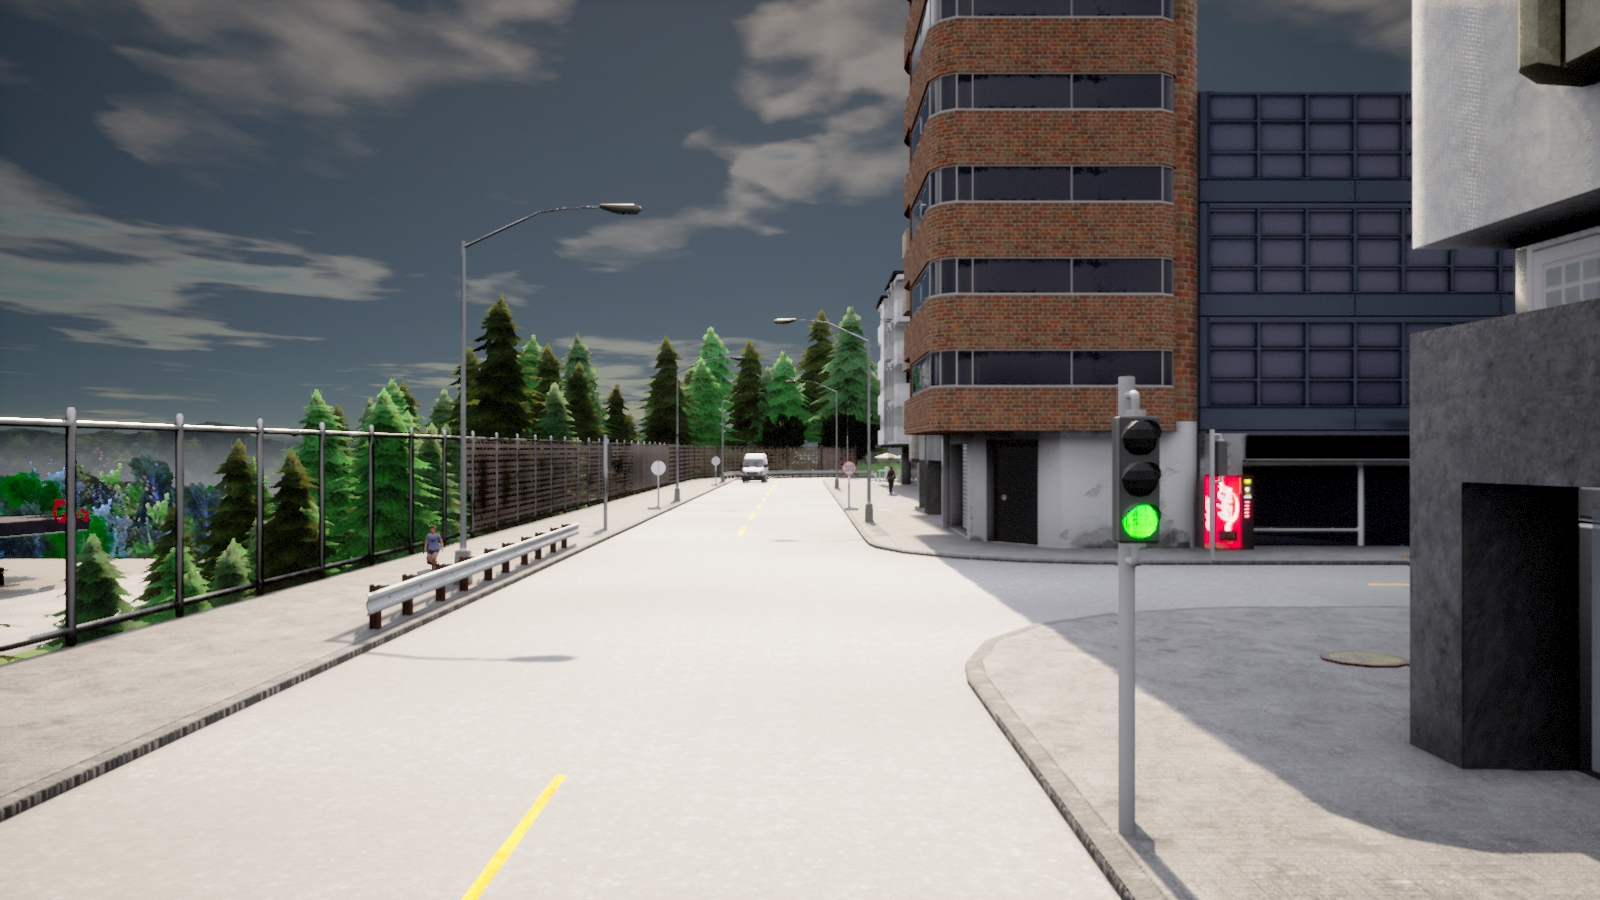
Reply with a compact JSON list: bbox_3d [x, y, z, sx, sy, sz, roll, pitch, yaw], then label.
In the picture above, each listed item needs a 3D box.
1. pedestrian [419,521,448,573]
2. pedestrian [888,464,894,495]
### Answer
[{"bbox_3d":[-8.110,2.136,25.295,0.500,1.100,0.500,0,0,0],"label":"pedestrian"},{"bbox_3d":[5.547,1.773,69.501,0.375,1.860,0.375,0,0,3],"label":"pedestrian"}]
